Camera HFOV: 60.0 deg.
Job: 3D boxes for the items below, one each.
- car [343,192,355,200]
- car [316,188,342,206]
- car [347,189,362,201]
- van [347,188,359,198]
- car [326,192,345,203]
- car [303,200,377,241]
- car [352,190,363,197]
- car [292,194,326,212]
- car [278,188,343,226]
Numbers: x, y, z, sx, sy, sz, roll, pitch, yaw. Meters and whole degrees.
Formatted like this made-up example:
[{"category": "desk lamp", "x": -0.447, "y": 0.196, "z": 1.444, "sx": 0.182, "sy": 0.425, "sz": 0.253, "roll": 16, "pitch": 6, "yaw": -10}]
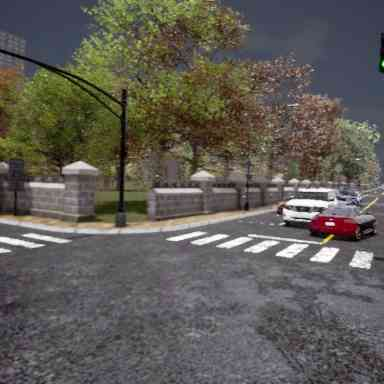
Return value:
[{"category": "car", "x": 12.191, "y": 1.013, "z": 27.823, "sx": 1.812, "sy": 1.442, "sz": 4.674, "roll": 3, "pitch": 2, "yaw": 31}, {"category": "car", "x": 16.706, "y": 0.544, "z": 40.389, "sx": 2.192, "sy": 1.841, "sz": 5.009, "roll": 3, "pitch": 2, "yaw": 31}, {"category": "car", "x": 17.447, "y": 0.727, "z": 36.572, "sx": 2.097, "sy": 1.767, "sz": 4.553, "roll": 3, "pitch": 2, "yaw": 31}, {"category": "van", "x": 31.299, "y": 0.230, "z": 64.769, "sx": 1.690, "sy": 1.788, "sz": 3.998, "roll": 3, "pitch": 2, "yaw": 31}, {"category": "car", "x": 19.614, "y": 0.746, "z": 45.273, "sx": 1.802, "sy": 1.307, "sz": 4.206, "roll": 3, "pitch": 2, "yaw": 31}, {"category": "car", "x": 7.036, "y": 1.286, "z": 15.265, "sx": 1.994, "sy": 1.385, "sz": 4.181, "roll": 3, "pitch": 2, "yaw": 41}, {"category": "car", "x": 37.128, "y": 0.323, "z": 74.529, "sx": 1.802, "sy": 1.307, "sz": 4.206, "roll": 3, "pitch": 2, "yaw": 31}, {"category": "car", "x": 10.861, "y": 0.905, "z": 30.644, "sx": 2.008, "sy": 1.369, "sz": 4.403, "roll": 3, "pitch": 2, "yaw": 31}, {"category": "car", "x": 6.982, "y": 0.819, "z": 19.103, "sx": 2.150, "sy": 2.045, "sz": 5.566, "roll": 3, "pitch": 2, "yaw": 31}]
